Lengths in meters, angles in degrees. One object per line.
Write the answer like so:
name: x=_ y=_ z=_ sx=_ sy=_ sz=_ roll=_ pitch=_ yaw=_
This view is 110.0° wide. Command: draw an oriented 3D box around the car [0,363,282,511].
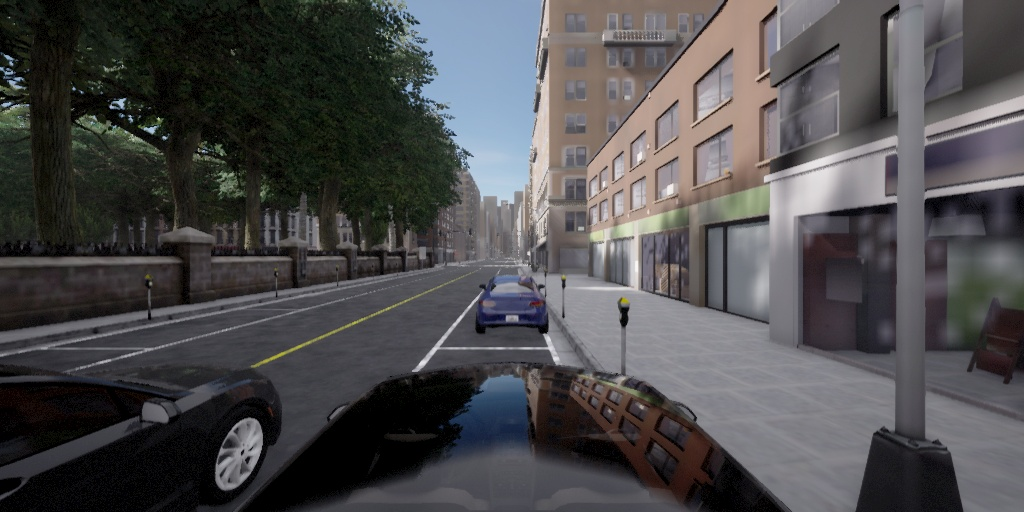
car: x=-3.146 y=1.253 z=1.501 sx=1.837 sy=1.490 sz=4.892 roll=0 pitch=0 yaw=0

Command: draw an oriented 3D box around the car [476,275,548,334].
car: x=0.004 y=1.264 z=10.500 sx=1.812 sy=1.442 sz=4.674 roll=0 pitch=0 yaw=0
